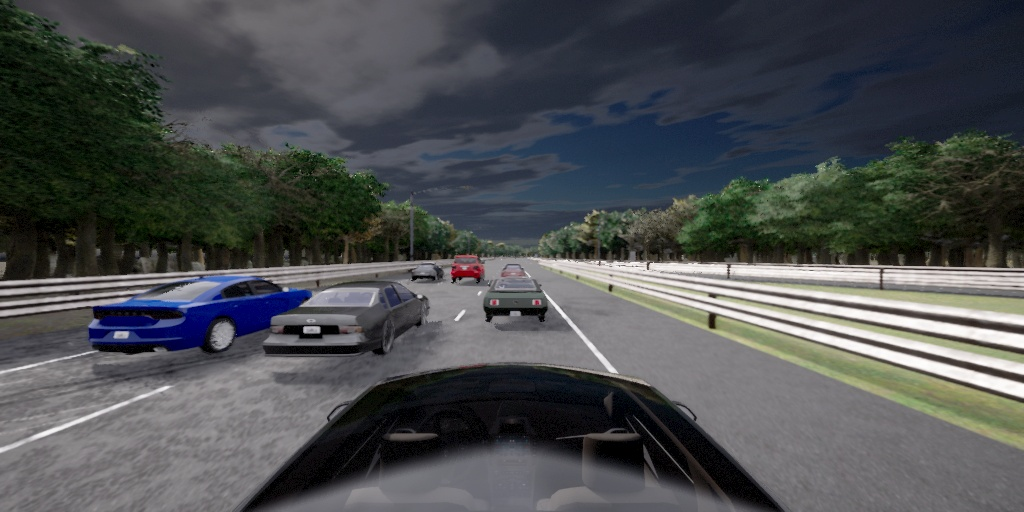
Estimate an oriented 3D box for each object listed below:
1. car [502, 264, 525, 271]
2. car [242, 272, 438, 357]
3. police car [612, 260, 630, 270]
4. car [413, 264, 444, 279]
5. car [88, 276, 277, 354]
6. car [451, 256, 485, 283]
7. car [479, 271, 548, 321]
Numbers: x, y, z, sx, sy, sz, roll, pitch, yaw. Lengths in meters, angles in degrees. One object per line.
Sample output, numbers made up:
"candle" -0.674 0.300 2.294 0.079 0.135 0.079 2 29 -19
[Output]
"car" 0.110 1.341 29.634 1.994 1.385 4.181 0 0 0
"car" -3.402 1.300 8.579 2.033 1.411 5.357 0 0 0
"police car" 16.245 1.444 55.673 2.038 1.542 4.974 0 0 -16
"car" -6.890 1.324 29.682 1.994 1.385 4.181 0 -1 0
"car" -6.893 1.215 8.799 1.882 1.535 5.008 0 1 0
"car" -3.388 0.996 28.305 2.150 2.045 5.566 0 0 0
"car" 0.104 1.356 12.422 1.895 1.301 4.718 0 0 0
